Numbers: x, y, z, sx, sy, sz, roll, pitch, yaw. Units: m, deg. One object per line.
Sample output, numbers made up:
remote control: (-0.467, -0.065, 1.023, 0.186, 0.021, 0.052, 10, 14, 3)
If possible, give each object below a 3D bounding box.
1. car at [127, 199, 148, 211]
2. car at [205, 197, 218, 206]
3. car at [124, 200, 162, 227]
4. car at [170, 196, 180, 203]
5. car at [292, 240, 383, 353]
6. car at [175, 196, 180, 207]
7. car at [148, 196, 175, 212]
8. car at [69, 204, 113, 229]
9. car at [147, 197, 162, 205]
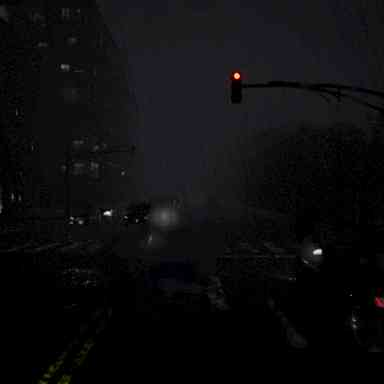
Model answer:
car: (-6.715, 1.607, 41.407, 1.895, 1.301, 4.718, 0, 0, 0)
car: (3.198, 1.491, 54.497, 1.882, 1.535, 5.008, 0, 0, 0)
car: (-3.421, 1.547, 23.034, 1.837, 1.490, 4.892, 0, 0, 0)
car: (-3.448, 1.549, 68.681, 1.812, 1.442, 4.674, 0, 0, 0)
car: (3.334, 1.564, 6.151, 1.994, 1.385, 4.181, 0, 0, 0)
car: (-3.491, 1.365, 53.155, 2.097, 1.767, 4.553, 0, 0, 0)
car: (-3.456, 1.496, 37.798, 2.128, 1.511, 4.902, 0, 0, 0)
car: (-6.677, 1.557, 22.400, 2.128, 1.511, 4.902, -1, 0, 0)
car: (-6.742, 1.565, 59.859, 2.033, 1.411, 5.357, 0, 0, 0)
